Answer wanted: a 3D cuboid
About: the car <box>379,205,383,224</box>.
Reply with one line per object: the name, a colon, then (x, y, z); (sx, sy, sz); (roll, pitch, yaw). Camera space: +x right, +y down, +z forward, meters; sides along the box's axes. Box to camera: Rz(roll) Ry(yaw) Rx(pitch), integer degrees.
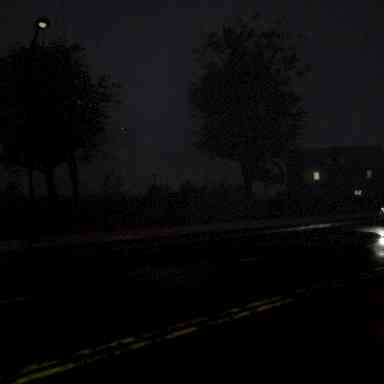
car: (14.690, 1.102, 22.086); (5.566, 2.045, 2.150); (0, 0, -35)
